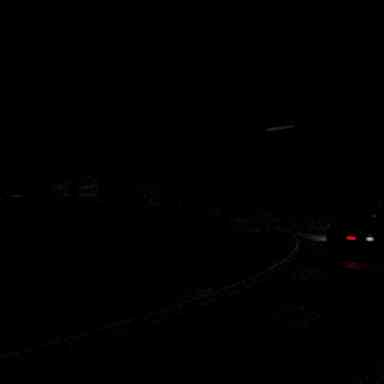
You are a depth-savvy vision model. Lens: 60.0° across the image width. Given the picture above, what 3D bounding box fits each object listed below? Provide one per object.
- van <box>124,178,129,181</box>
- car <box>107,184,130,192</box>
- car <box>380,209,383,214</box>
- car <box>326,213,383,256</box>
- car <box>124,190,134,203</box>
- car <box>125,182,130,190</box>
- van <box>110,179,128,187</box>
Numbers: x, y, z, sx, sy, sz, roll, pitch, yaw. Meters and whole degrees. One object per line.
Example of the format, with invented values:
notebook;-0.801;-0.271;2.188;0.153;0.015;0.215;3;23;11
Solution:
van;-17.685;-1.699;80.804;4.442;1.987;1.878;-1;5;-31
car;-16.596;-0.943;74.808;4.674;1.452;2.002;-1;5;-31
car;10.686;1.598;17.280;2.097;1.767;4.553;0;-1;11
car;6.979;1.754;14.183;2.033;1.411;5.357;0;-1;16
car;-10.141;0.736;46.125;4.181;1.385;1.994;2;0;28
car;-16.009;-0.738;71.830;4.892;1.521;2.231;-1;5;-31
van;-19.672;-2.428;89.607;4.442;1.987;1.878;-1;5;-31
